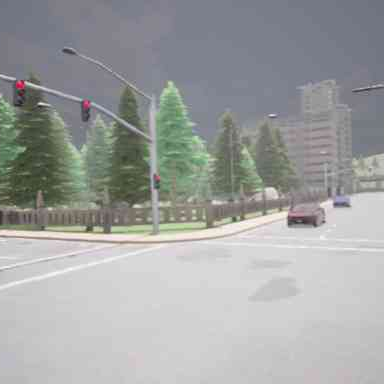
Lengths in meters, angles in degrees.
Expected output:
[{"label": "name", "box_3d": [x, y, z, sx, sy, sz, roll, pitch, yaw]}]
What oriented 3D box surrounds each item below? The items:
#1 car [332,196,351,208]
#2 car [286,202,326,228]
[{"label": "car", "box_3d": [19.683, 1.251, 43.735, 1.882, 1.535, 5.008, -2, -1, 29]}, {"label": "car", "box_3d": [7.748, 1.464, 22.435, 1.882, 1.535, 5.008, -2, 0, 29]}]
